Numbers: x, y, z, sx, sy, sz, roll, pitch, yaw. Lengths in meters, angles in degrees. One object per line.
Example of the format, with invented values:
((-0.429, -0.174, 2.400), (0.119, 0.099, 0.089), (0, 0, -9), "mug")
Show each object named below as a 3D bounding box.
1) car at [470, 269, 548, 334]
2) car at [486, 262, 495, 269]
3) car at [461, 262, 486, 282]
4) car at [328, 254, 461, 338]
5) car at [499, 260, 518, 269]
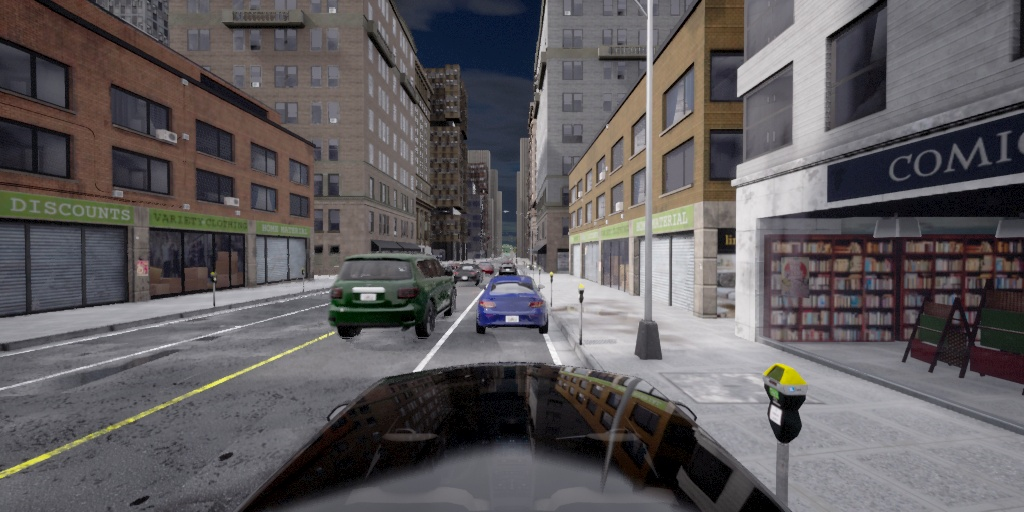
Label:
((0.004, 1.274, 10.501), (1.812, 1.442, 4.674), (0, 0, 0), "car")
((-3.046, 1.315, 40.467), (1.994, 1.385, 4.181), (0, 0, 0), "car")
((-3.143, 1.273, 26.069), (1.812, 1.442, 4.674), (0, 0, 0), "car")
((-3.045, 0.969, 10.299), (2.150, 2.045, 5.566), (0, 0, 0), "car")
((-0.383, 1.315, 34.934), (1.948, 1.339, 4.313), (0, 0, 0), "car")
